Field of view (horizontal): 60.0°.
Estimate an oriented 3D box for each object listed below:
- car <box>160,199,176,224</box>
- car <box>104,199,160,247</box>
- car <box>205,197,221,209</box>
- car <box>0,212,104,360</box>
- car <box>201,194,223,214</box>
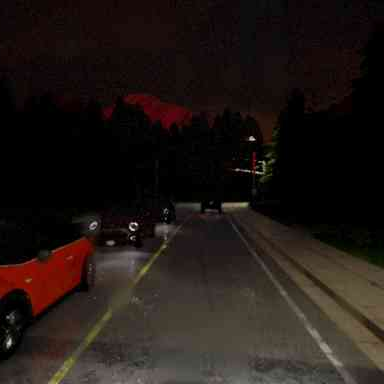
[{"bbox_3d":[-2.410,1.312,24.448,2.097,1.767,4.553,0,0,4],"label":"car"},{"bbox_3d":[-2.935,1.316,14.708,2.097,1.767,4.553,0,0,3],"label":"car"},{"bbox_3d":[3.085,1.475,47.631,2.128,1.511,4.902,0,0,5],"label":"car"},{"bbox_3d":[-3.366,1.321,5.907,2.097,1.767,4.553,0,0,3],"label":"car"},{"bbox_3d":[2.118,1.207,36.175,2.150,2.045,5.566,0,0,4],"label":"car"}]
